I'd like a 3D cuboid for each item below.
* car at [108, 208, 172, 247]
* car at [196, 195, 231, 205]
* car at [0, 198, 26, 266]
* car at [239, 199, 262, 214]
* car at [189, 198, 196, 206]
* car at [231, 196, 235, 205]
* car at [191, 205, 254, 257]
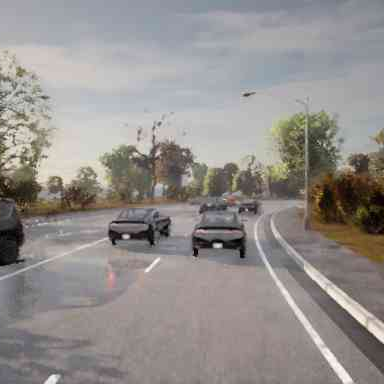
[{"bbox_3d":[-2.155,1.459,14.917,2.128,1.511,4.902,0,0,8],"label":"car"},{"bbox_3d":[2.292,1.302,34.120,2.097,1.767,4.553,0,0,17],"label":"car"},{"bbox_3d":[-6.623,1.186,8.507,2.150,2.045,5.566,0,0,5],"label":"car"},{"bbox_3d":[6.044,1.472,34.393,1.837,1.490,4.892,0,0,18],"label":"car"},{"bbox_3d":[1.211,1.467,50.876,1.994,1.385,4.181,0,0,25],"label":"car"},{"bbox_3d":[4.908,1.276,50.465,2.097,1.767,4.553,0,0,26],"label":"car"},{"bbox_3d":[1.110,1.475,12.900,2.128,1.511,4.902,0,0,7],"label":"car"}]
